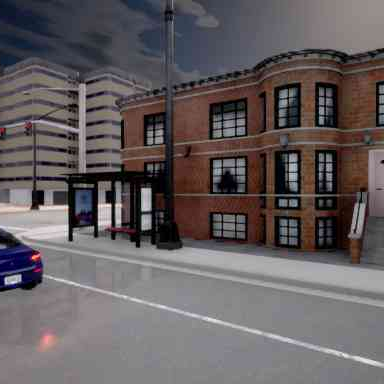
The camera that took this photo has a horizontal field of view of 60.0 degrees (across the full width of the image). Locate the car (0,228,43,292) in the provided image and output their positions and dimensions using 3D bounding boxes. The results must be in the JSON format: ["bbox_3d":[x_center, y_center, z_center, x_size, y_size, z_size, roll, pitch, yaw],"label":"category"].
[{"bbox_3d":[-5.289,1.508,7.718,4.674,1.442,1.812,0,0,36],"label":"car"}]
